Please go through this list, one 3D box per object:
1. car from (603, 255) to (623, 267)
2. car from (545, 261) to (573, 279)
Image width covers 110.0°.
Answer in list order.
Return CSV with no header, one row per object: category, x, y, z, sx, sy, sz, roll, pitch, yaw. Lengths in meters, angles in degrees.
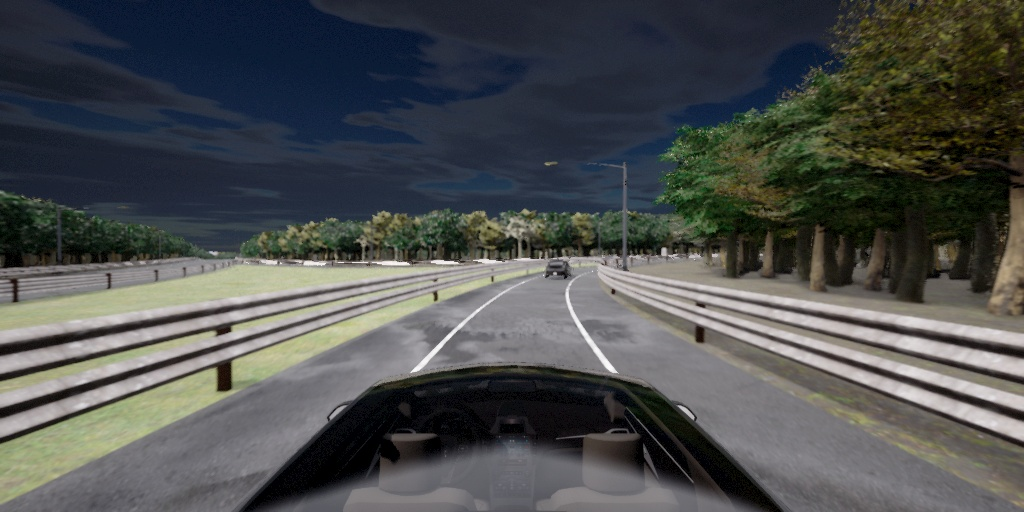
car,16.525,0.764,58.591,2.097,1.767,4.553,0,1,32
car,4.161,1.142,31.462,1.837,1.490,4.892,0,1,16
